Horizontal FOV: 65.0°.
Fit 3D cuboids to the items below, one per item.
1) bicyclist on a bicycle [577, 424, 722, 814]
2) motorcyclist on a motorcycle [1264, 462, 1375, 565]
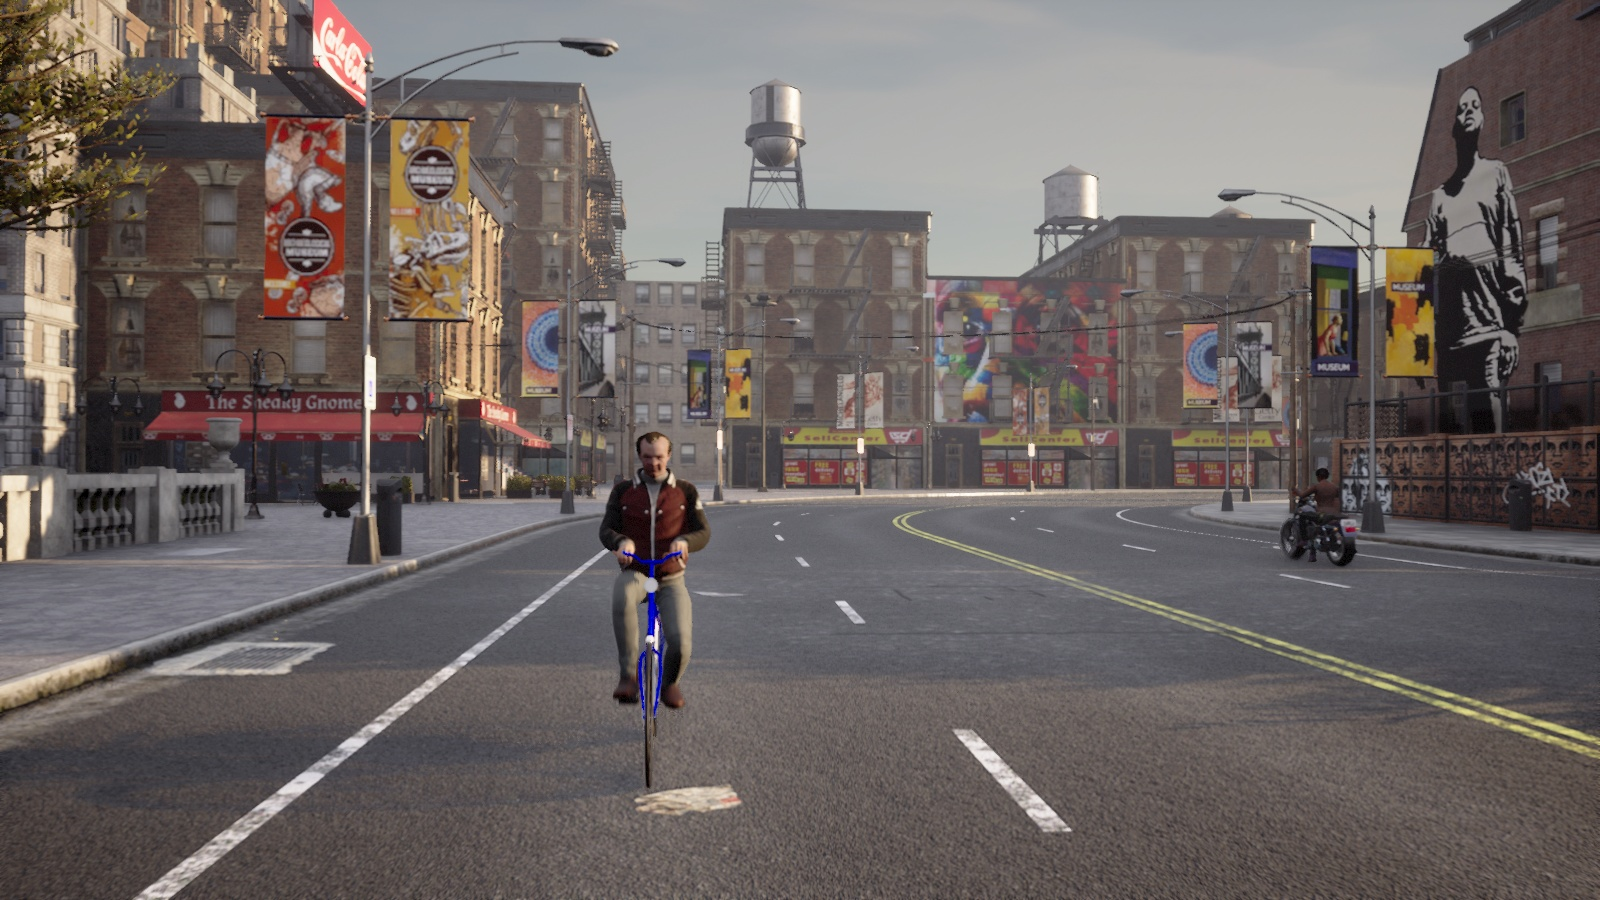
[{"bbox_3d":[-0.775,0.785,6.686,0.659,1.776,1.843,0,-1,-5],"label":"bicyclist on a bicycle"},{"bbox_3d":[8.799,1.045,21.410,0.766,1.649,2.350,0,-1,-4],"label":"motorcyclist on a motorcycle"}]
